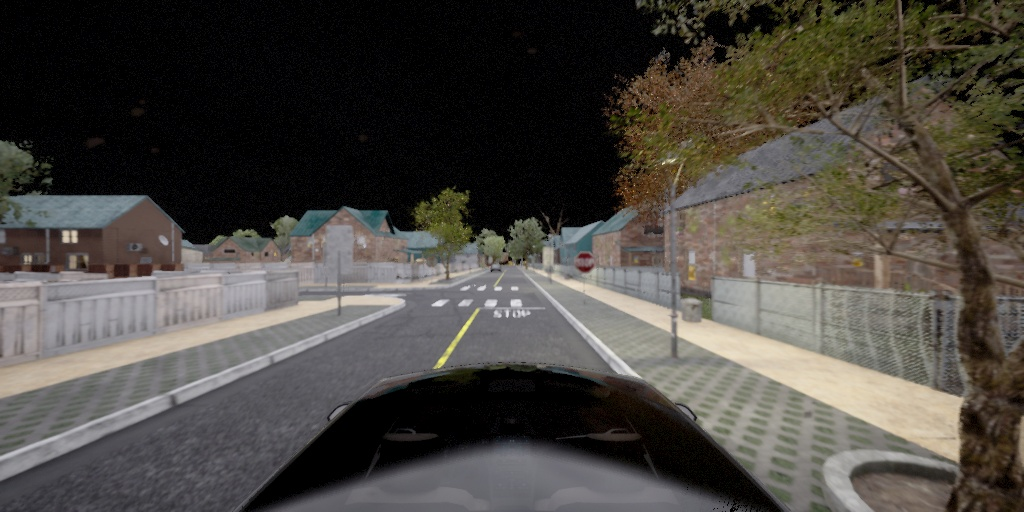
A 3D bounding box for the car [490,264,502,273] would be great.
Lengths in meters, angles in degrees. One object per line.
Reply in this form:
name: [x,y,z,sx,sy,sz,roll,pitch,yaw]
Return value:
car: [-2.753,2.111,61.437,1.882,1.535,5.008,0,-1,0]
